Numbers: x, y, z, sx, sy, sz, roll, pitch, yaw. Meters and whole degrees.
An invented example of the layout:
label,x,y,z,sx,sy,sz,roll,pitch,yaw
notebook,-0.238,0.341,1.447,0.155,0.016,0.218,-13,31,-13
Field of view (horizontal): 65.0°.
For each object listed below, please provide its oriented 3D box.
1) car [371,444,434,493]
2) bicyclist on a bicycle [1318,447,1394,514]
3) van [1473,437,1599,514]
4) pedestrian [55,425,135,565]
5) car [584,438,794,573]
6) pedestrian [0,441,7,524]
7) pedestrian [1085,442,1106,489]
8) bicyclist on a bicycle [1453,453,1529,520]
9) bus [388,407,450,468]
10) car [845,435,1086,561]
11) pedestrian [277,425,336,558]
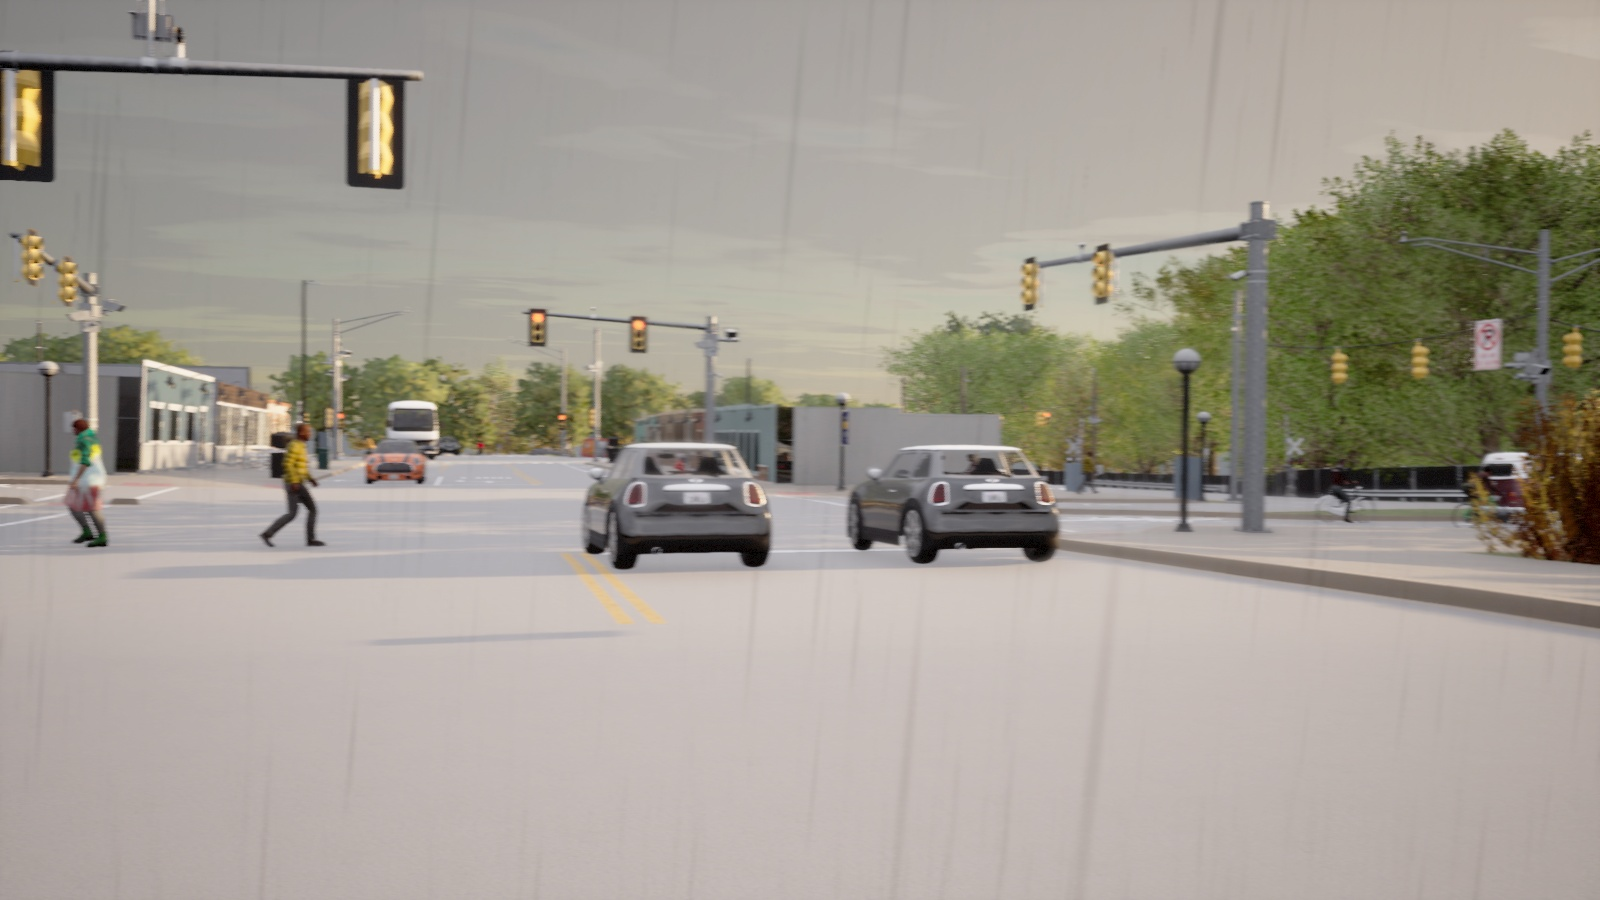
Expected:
label,x,y,z,sx,sy,sz,roll,pitch,yaw
car,-15.314,0.665,48.565,2.097,1.767,4.553,-1,0,-15
bicyclist on a bicycle,14.960,0.830,33.780,1.843,1.776,0.659,1,0,-15
van,21.716,0.692,35.491,4.480,2.038,2.069,-1,-1,-13
pedestrian,-10.058,0.620,17.933,0.873,1.952,0.659,-1,1,-20
car,-1.540,0.639,15.959,1.970,1.475,3.806,-1,-1,-16
pedestrian,-17.898,0.725,27.798,0.354,1.836,0.706,-1,1,-16
pedestrian,11.680,0.626,49.596,0.726,1.835,0.370,-1,1,-9
bicyclist on a bicycle,16.878,0.890,30.665,1.656,1.620,0.582,1,0,-14
bus,-28.221,-0.975,92.654,3.944,4.253,10.273,-1,1,-19
car,2.067,0.598,16.906,1.970,1.475,3.806,-1,-1,-13
pedestrian,-6.968,0.570,17.736,0.726,1.835,0.370,-1,1,-25
